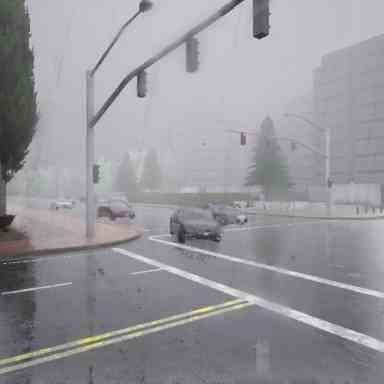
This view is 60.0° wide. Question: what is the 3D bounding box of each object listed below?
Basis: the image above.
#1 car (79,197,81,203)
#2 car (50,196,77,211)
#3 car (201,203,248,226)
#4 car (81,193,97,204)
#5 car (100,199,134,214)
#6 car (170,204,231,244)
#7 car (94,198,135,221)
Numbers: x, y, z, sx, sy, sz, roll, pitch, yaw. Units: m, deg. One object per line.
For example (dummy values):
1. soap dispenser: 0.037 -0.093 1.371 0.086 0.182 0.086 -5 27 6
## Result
1. car: -19.459 1.351 51.849 2.097 1.767 4.553 0 0 -35
2. car: -16.225 1.525 41.262 1.812 1.442 4.674 0 0 -36
3. car: 1.630 1.492 22.700 2.128 1.511 4.902 0 0 -38
4. car: -20.389 1.221 65.395 2.150 2.045 5.566 0 0 -36
5. car: -8.261 1.506 36.167 1.837 1.490 4.892 0 0 -36
6. car: 0.103 1.507 15.989 1.837 1.490 4.892 2 -1 -11
7. car: -6.365 1.525 27.527 1.812 1.442 4.674 0 0 -36
